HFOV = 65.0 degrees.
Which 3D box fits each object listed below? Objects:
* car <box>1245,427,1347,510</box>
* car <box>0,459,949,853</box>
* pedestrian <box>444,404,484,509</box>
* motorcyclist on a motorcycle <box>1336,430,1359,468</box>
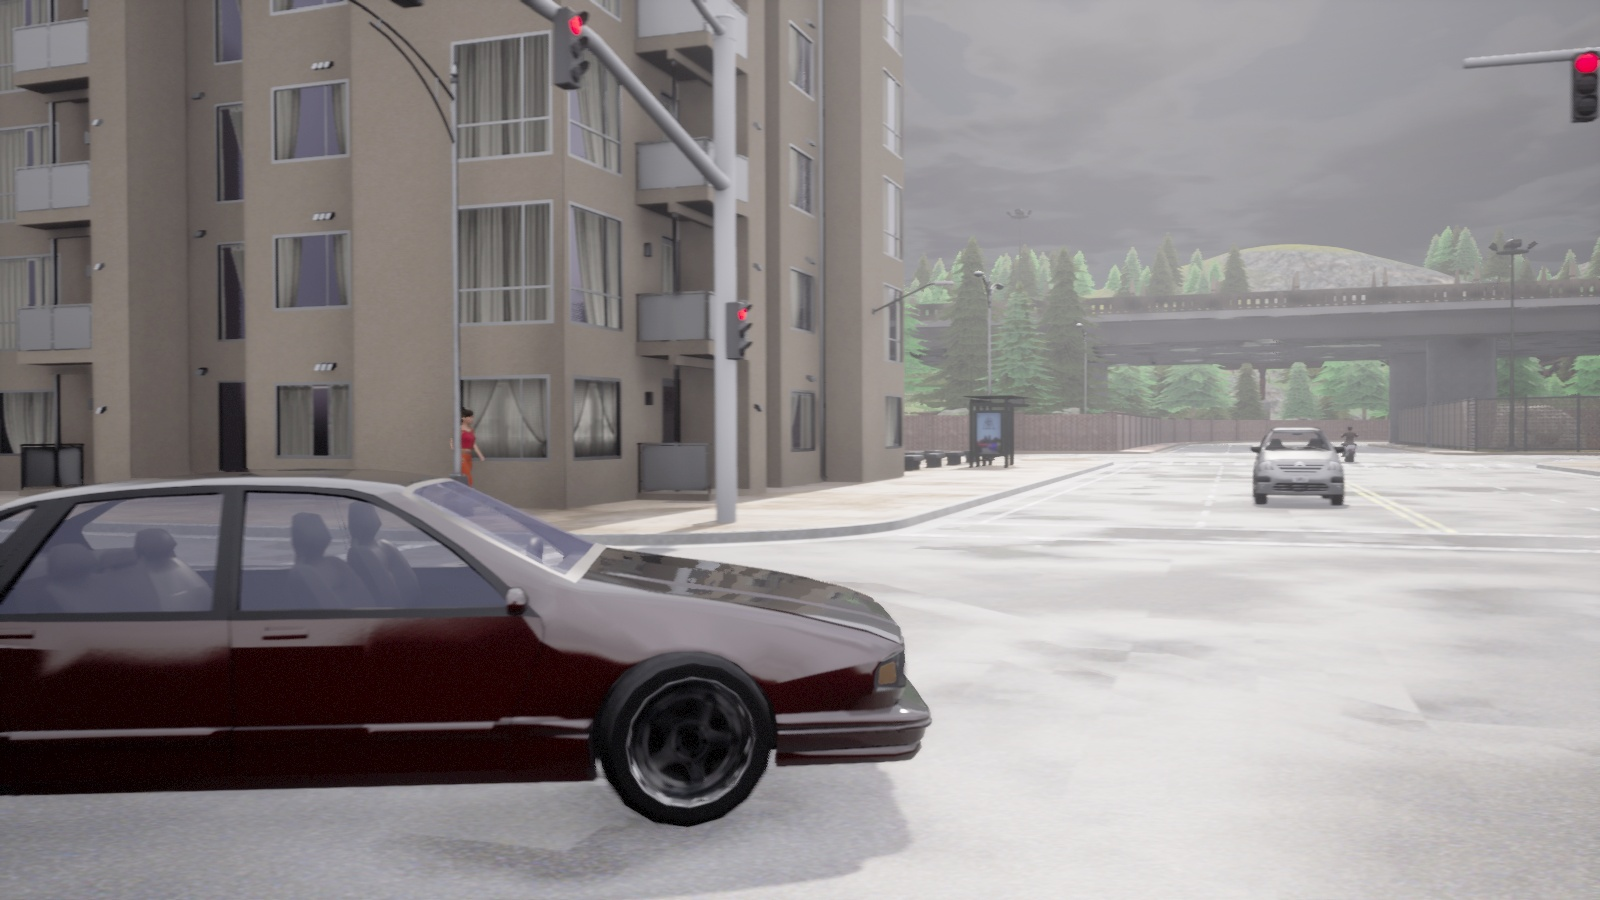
[{"bbox_3d":[10.570,0.333,26.970,1.851,1.617,3.988,1,1,19],"label":"car"},{"bbox_3d":[-2.172,0.774,5.728,5.357,1.411,2.033,0,1,-5],"label":"car"},{"bbox_3d":[-5.939,0.107,22.174,0.594,1.836,0.345,1,1,21],"label":"pedestrian"},{"bbox_3d":[24.232,-0.074,55.590,0.766,1.649,2.350,1,1,19],"label":"motorcyclist on a motorcycle"}]
